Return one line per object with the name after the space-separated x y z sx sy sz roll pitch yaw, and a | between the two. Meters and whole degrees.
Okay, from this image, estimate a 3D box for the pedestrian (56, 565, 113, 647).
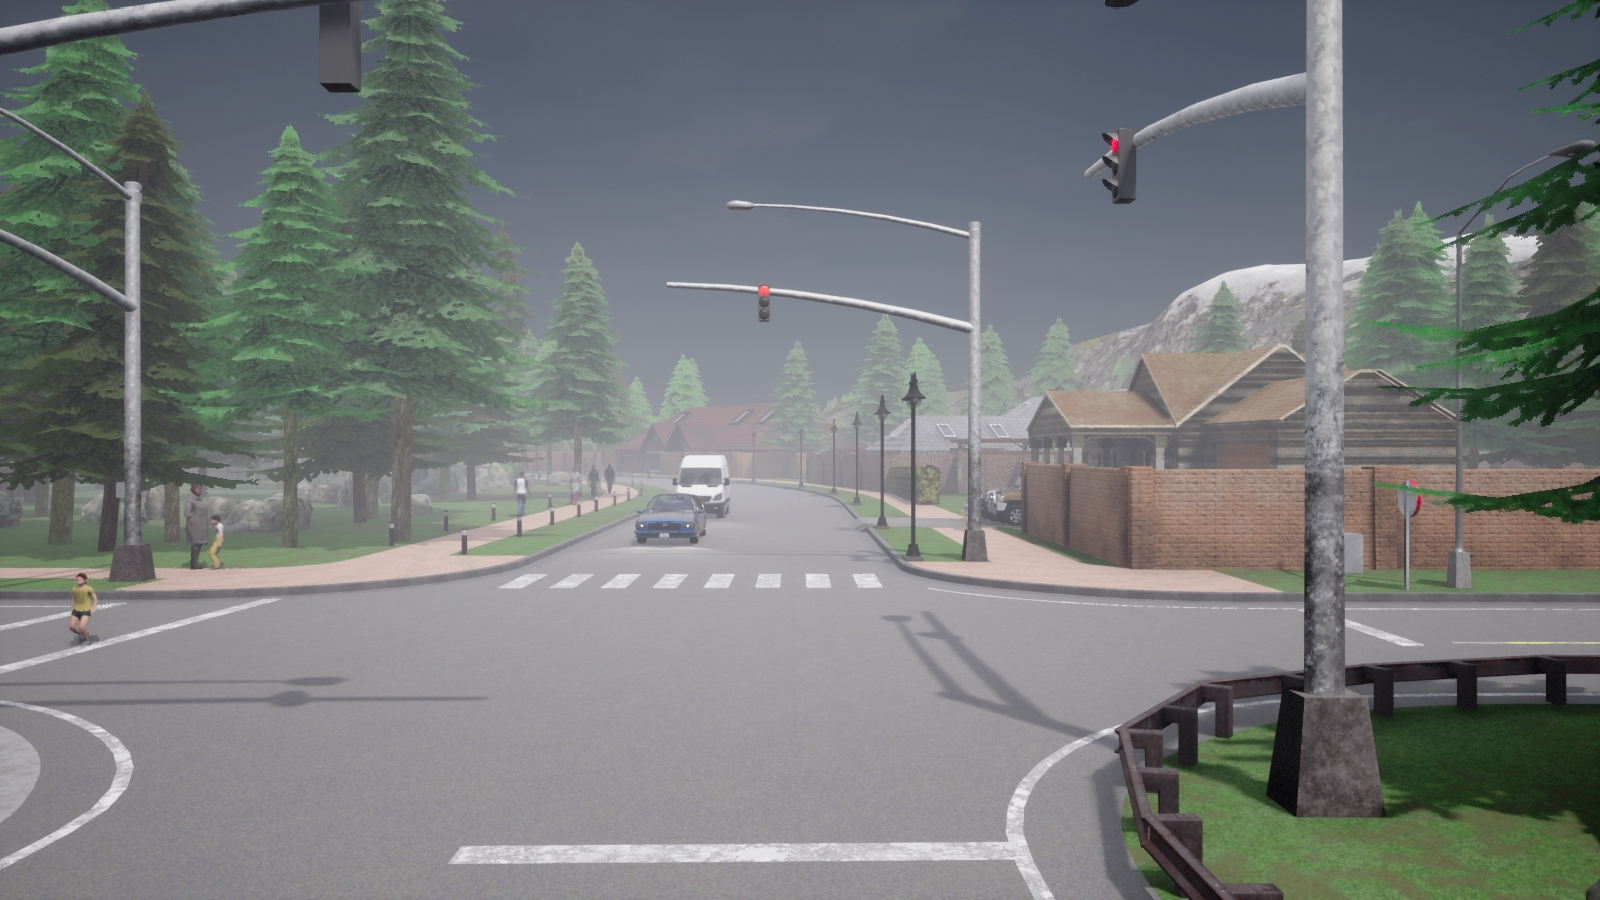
-10.166 2.209 16.238 0.500 1.100 0.500 0 0 -1 | pedestrian

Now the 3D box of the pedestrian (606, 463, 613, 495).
-11.075 1.662 66.357 0.375 1.860 0.375 0 0 -9 | pedestrian

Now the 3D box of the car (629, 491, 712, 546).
-3.930 2.072 35.589 2.033 1.411 5.357 0 0 0 | car

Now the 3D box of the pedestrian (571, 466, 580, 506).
-10.538 1.664 53.552 0.375 1.860 0.375 0 0 -3 | pedestrian

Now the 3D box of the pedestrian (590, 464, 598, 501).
-10.466 1.661 58.092 0.375 1.860 0.375 0 0 -1 | pedestrian

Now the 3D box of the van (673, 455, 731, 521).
-4.037 1.501 47.832 1.988 2.561 5.915 0 0 -1 | van

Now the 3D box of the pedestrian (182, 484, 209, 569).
-13.354 1.676 25.247 0.375 1.860 0.375 0 0 2 | pedestrian

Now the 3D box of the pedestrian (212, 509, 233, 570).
-12.679 1.956 25.079 0.375 1.300 0.375 0 0 -30 | pedestrian

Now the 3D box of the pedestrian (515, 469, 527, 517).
-10.900 1.664 44.686 0.375 1.860 0.375 0 0 -2 | pedestrian

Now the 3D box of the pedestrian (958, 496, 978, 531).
5.416 2.046 36.882 0.500 1.100 0.500 0 0 -10 | pedestrian
